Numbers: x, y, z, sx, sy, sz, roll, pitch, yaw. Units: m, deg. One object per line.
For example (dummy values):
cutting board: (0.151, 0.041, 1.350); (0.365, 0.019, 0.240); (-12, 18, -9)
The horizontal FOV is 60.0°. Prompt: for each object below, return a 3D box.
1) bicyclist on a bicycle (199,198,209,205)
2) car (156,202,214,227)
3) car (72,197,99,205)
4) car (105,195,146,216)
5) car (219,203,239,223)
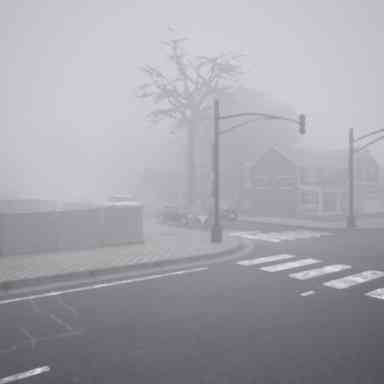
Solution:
bicyclist on a bicycle: (1.205, 1.367, 30.686); (1.656, 1.620, 0.582); (0, 0, -35)
car: (-0.702, 1.542, 23.243); (2.128, 1.511, 4.902); (0, 0, -35)
car: (-12.543, 1.635, 39.994); (2.033, 1.411, 5.357); (0, 0, -35)
car: (-6.423, 1.290, 31.332); (2.150, 2.045, 5.566); (0, 0, -35)
car: (1.388, 1.533, 25.380); (1.882, 1.535, 5.008); (0, 0, -35)
